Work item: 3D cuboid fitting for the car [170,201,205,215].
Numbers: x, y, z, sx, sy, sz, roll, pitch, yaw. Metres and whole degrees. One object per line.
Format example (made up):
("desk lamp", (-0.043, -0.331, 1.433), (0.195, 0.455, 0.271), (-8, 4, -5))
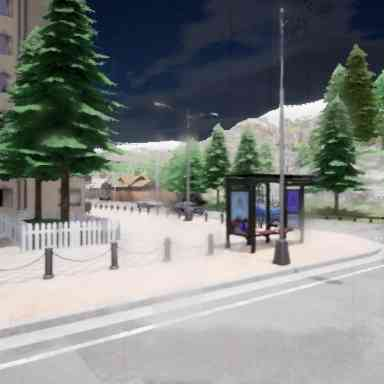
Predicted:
("car", (-0.505, 1.602, 33.302), (1.994, 1.385, 4.181), (0, 0, -35))

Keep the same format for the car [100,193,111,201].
("car", (-19.465, 1.198, 81.935), (4.605, 1.855, 1.932), (0, 0, -36))

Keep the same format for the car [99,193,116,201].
("car", (-21.246, 1.199, 83.751), (3.866, 1.878, 1.905), (0, 0, -36))

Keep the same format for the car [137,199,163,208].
("car", (-6.118, 1.643, 47.558), (1.895, 1.301, 4.718), (0, 0, -35))
